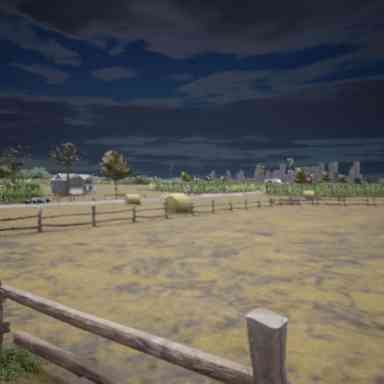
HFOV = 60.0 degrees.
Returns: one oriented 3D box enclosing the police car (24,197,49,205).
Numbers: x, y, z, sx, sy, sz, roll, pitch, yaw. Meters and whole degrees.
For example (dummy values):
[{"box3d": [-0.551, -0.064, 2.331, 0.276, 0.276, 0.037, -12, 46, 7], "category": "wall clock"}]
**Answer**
[{"box3d": [-33.266, 1.845, 71.226, 1.930, 1.638, 5.238, 2, 2, 36], "category": "police car"}]
